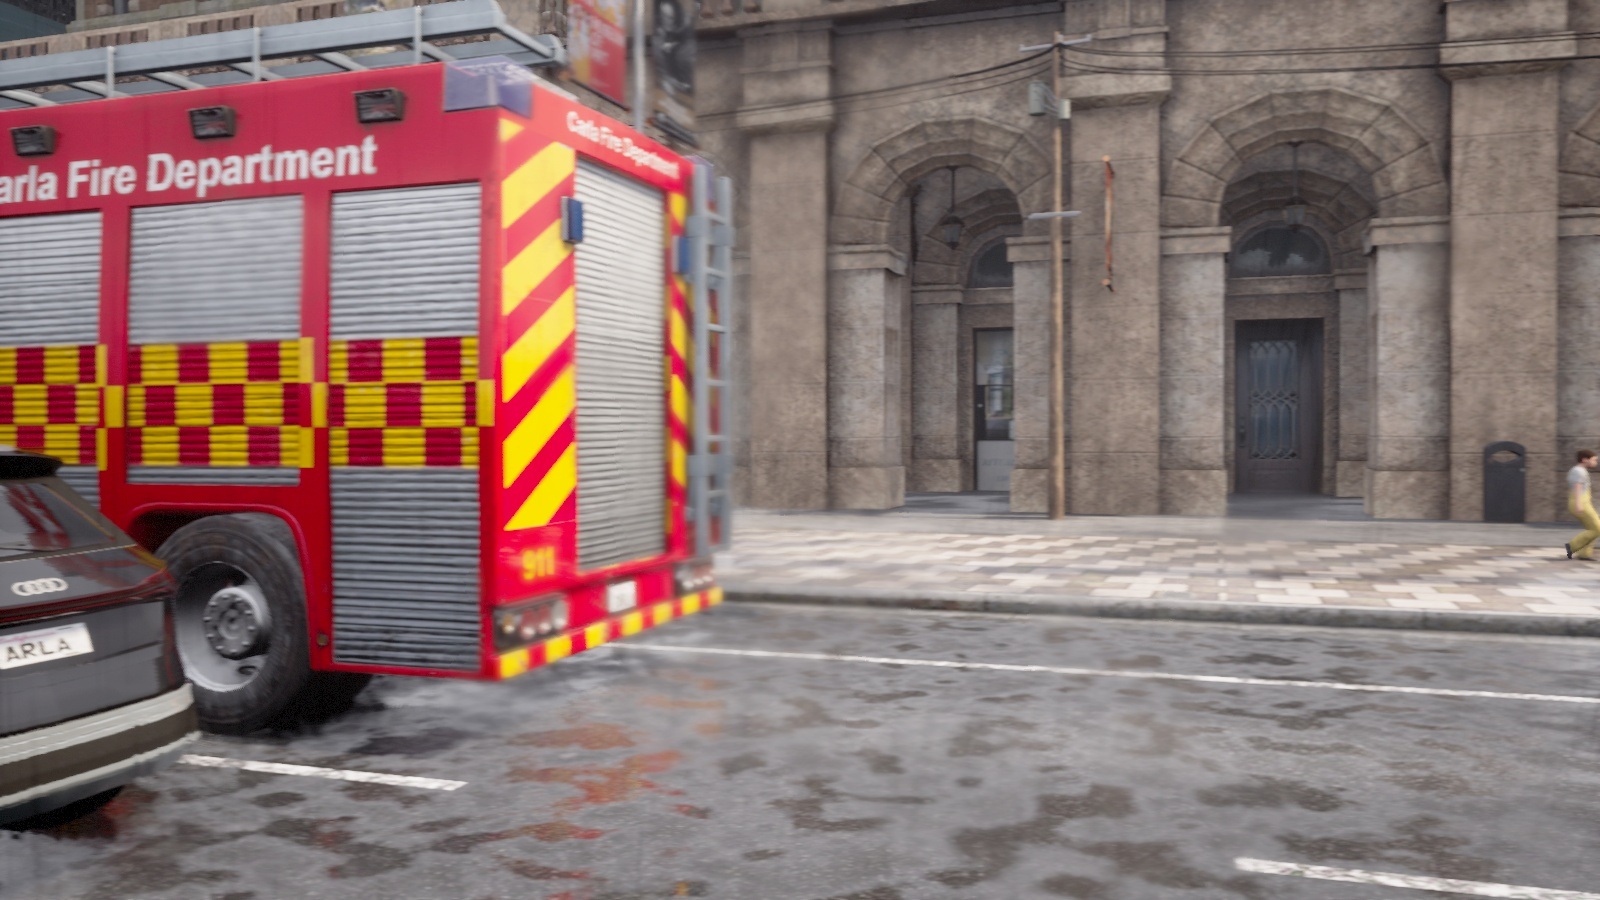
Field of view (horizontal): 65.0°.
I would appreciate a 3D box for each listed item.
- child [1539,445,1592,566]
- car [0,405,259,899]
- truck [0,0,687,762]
[{"bbox_3d":[8.143,0.578,13.368,0.437,1.263,0.270,1,1,24],"label":"child"},{"bbox_3d":[-4.772,0.662,4.781,4.856,1.649,2.033,1,1,18],"label":"car"},{"bbox_3d":[-5.258,-0.497,8.615,8.468,3.827,2.891,1,1,18],"label":"truck"}]
